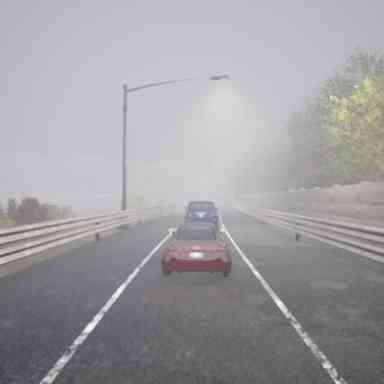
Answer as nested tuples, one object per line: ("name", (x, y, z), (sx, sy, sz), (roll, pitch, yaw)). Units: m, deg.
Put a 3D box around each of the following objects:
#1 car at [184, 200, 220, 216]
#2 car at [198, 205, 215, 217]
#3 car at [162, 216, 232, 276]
("car", (0.668, 1.581, 22.440), (2.150, 2.045, 5.566), (0, -2, 3))
("car", (1.860, 2.380, 41.484), (1.895, 1.301, 4.718), (0, -1, 4))
("car", (0.159, 1.673, 10.774), (1.994, 1.385, 4.181), (0, -1, 1))
